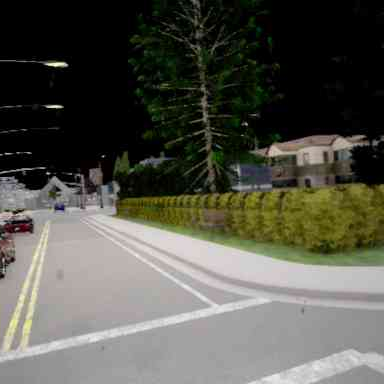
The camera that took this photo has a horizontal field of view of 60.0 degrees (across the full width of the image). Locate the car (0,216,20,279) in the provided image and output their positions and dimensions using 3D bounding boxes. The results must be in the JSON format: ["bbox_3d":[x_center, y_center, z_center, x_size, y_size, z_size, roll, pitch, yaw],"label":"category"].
[{"bbox_3d":[-7.284,1.870,11.138,2.097,1.767,4.553,-4,0,-23],"label":"car"}]

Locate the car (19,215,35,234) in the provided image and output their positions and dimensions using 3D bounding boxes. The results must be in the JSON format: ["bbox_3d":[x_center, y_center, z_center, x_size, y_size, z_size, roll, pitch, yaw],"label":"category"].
[{"bbox_3d":[-13.328,2.534,25.777,1.994,1.385,4.181,-4,0,-22],"label":"car"}]

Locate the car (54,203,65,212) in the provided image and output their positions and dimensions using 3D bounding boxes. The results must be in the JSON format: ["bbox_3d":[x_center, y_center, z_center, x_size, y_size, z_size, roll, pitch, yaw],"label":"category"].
[{"bbox_3d":[-29.682,3.451,74.540,2.150,2.045,5.566,-4,0,-23],"label":"car"}]
